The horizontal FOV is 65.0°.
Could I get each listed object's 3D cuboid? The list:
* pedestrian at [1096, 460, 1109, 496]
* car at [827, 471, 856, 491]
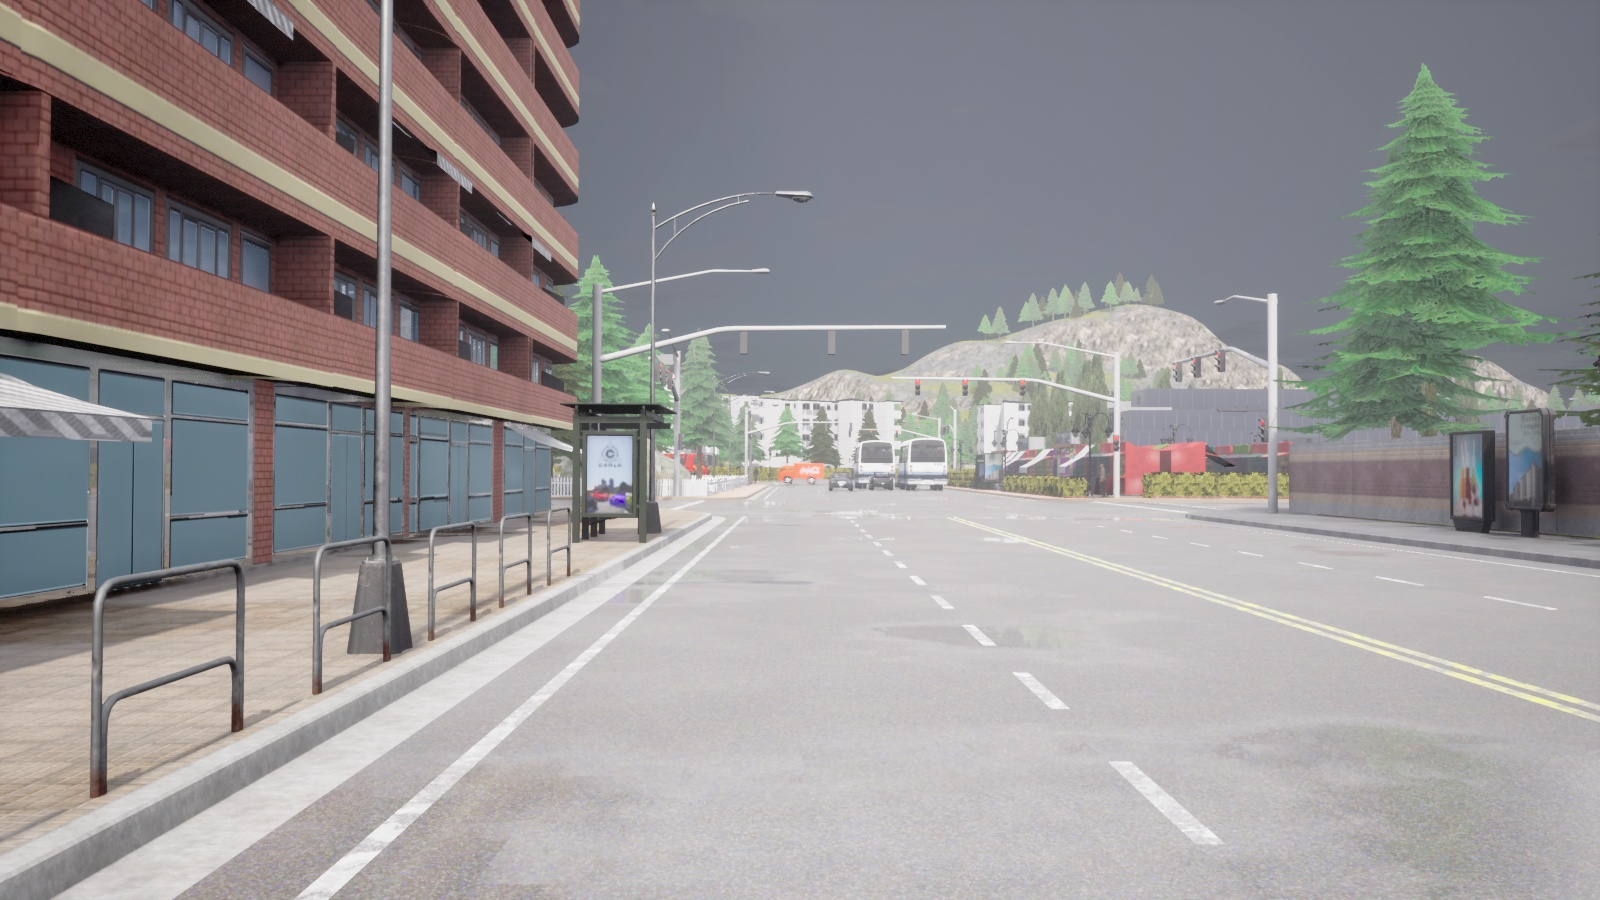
[{"bbox_3d":[15.784,1.449,65.493,0.634,1.846,0.331,0,-1,13],"label":"pedestrian"},{"bbox_3d":[3.234,2.409,98.577,2.128,1.511,4.902,0,-1,0],"label":"car"}]
